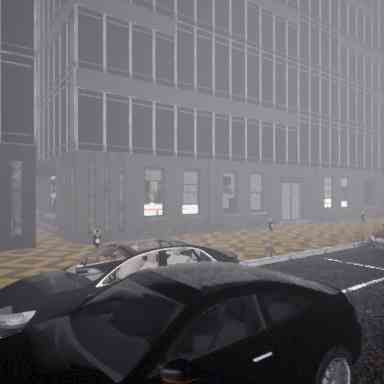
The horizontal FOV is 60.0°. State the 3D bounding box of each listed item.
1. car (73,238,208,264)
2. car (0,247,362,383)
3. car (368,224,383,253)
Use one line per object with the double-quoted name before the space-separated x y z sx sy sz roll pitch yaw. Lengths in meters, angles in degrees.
"car" -1.016 1.551 5.830 4.403 1.369 2.008 0 0 -35
"car" -0.143 1.526 3.273 4.674 1.442 1.812 0 0 -35
"car" 8.270 1.582 12.417 4.206 1.307 1.802 0 0 -35
